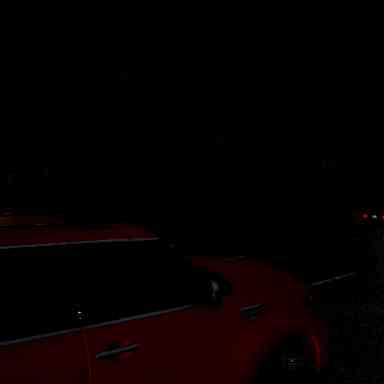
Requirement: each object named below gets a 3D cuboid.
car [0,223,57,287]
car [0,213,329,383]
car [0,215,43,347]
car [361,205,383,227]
[{"bbox_3d":[-5.996,1.601,8.060,4.718,1.301,1.895,0,0,-35],"label":"car"},{"bbox_3d":[-1.160,1.220,2.913,5.566,2.045,2.150,0,0,-35],"label":"car"},{"bbox_3d":[-4.763,1.352,4.678,4.553,1.767,2.097,0,0,-35],"label":"car"},{"bbox_3d":[13.092,1.547,21.563,5.357,1.411,2.033,0,0,-35],"label":"car"}]
